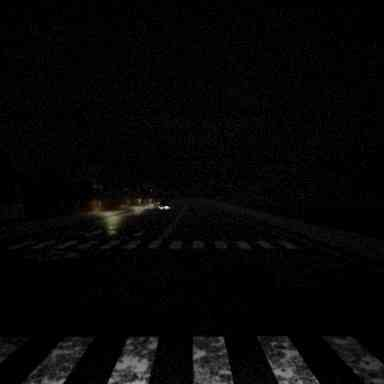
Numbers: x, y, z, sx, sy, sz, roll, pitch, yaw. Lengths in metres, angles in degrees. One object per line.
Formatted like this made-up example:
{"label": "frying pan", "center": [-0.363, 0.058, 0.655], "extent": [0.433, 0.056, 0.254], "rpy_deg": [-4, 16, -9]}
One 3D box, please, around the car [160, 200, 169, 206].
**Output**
{"label": "car", "center": [-6.193, 2.468, 74.820], "extent": [2.128, 1.511, 4.902], "rpy_deg": [0, -1, 0]}
